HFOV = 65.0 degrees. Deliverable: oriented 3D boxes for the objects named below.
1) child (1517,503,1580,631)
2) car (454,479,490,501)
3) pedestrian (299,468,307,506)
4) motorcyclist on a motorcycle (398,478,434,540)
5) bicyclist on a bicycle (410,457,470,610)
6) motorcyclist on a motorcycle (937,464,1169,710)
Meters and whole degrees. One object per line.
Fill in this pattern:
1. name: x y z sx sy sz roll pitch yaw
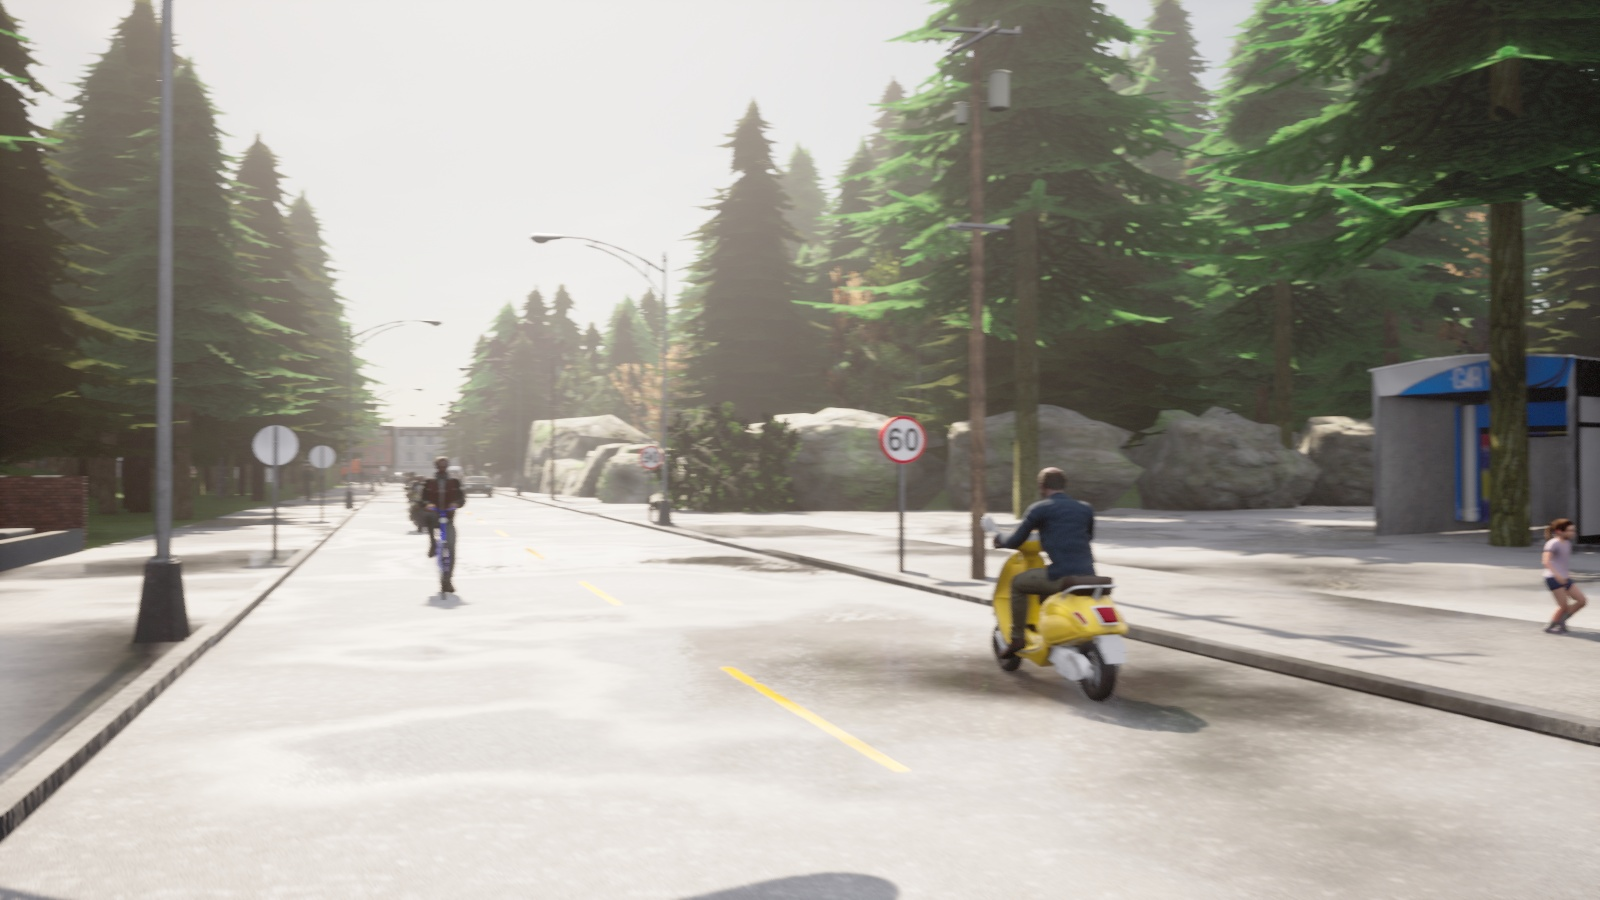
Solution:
1. child: 6.709 1.033 11.255 0.255 1.110 0.394 0 -1 -34
2. car: -20.524 2.446 78.402 1.895 1.301 4.718 0 -1 -18
3. pedestrian: -24.020 1.786 60.702 0.353 1.847 0.614 0 -1 -22
4. motorcyclist on a motorcycle: -9.941 1.497 32.474 0.866 1.530 2.191 0 -1 -18
5. bicyclist on a bicycle: -4.509 0.994 15.656 0.659 1.776 1.843 0 -1 -18
6. motorcyclist on a motorcycle: 1.775 0.907 9.152 0.866 1.590 1.817 0 -1 -17
